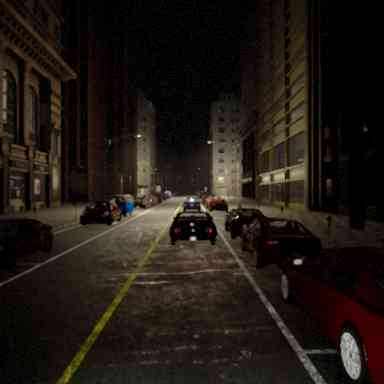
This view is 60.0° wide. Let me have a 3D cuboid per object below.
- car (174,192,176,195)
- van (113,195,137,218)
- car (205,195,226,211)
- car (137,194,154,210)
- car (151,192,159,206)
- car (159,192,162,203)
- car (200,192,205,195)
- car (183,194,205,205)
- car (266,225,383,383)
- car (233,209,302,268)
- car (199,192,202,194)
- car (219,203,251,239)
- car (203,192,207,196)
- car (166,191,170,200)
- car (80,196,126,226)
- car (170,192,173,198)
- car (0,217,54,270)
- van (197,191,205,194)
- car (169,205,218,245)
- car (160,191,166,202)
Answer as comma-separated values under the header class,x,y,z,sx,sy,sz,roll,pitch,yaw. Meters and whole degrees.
class,x,y,z,sx,sy,sz,roll,pitch,yaw
car,-6.120,0.874,89.464,1.887,1.381,4.507,1,0,0
van,-5.927,1.145,27.597,1.690,1.788,3.998,1,0,0
car,2.579,1.301,33.256,1.887,1.381,4.507,1,0,0
car,-5.965,1.285,38.847,1.947,1.339,4.313,1,0,0
car,-5.981,1.117,44.470,1.967,1.590,4.097,1,0,0
car,-5.998,1.161,49.925,1.752,1.417,4.829,1,0,0
car,2.526,1.173,50.129,1.887,1.381,4.507,1,0,0
car,-0.004,1.292,35.008,2.033,1.411,5.357,0,0,0
car,2.665,1.507,5.133,1.887,1.381,4.507,1,0,0
car,2.648,1.467,10.758,1.887,1.381,4.507,1,0,0
car,2.509,1.136,55.754,2.008,1.369,4.403,1,0,0
car,2.630,1.448,16.383,1.947,1.339,4.313,1,0,0
car,2.562,1.154,38.880,1.967,1.590,4.097,1,0,0
car,-6.050,0.944,66.967,1.967,1.590,4.097,1,0,0
car,-5.911,1.286,21.974,1.967,1.590,4.097,1,0,0
car,-6.086,0.998,78.216,1.802,1.307,4.206,1,0,0
car,-5.878,1.510,10.726,1.802,1.307,4.206,1,0,0
van,2.459,0.796,72.625,1.690,1.788,3.998,1,0,0
car,0.049,1.494,15.042,1.895,1.301,4.718,0,0,0
car,-6.014,0.906,55.718,2.192,1.841,5.009,1,0,0
